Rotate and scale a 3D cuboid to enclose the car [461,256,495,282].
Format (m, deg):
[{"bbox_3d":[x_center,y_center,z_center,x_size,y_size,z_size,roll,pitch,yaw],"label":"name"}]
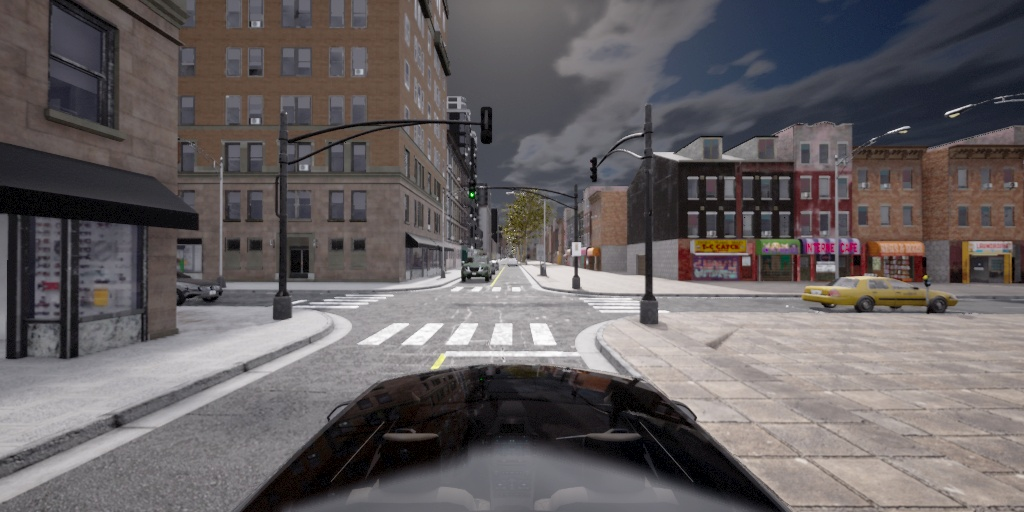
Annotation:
[{"bbox_3d":[-2.848,0.990,29.806,2.150,2.045,5.566,0,0,0],"label":"car"}]

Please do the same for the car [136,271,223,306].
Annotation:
[{"bbox_3d":[-14.409,1.210,14.461,4.674,1.442,1.812,0,0,0],"label":"car"}]

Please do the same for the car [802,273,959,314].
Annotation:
[{"bbox_3d":[13.884,1.359,13.627,4.829,1.417,1.751,0,0,0],"label":"car"}]

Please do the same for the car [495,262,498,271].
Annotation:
[{"bbox_3d":[-2.857,1.337,39.721,1.994,1.385,4.181,0,0,0],"label":"car"}]
